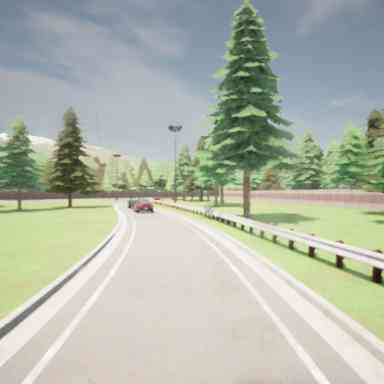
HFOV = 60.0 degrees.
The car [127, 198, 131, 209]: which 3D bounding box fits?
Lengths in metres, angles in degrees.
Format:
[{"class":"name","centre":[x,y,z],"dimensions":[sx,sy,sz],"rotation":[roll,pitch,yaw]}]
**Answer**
[{"class":"car","centre":[-8.161,1.534,47.459],"dimensions":[2.128,1.511,4.902],"rotation":[0,0,-14]}]

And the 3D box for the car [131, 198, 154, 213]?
[{"class":"car","centre":[-5.367,1.556,36.796],"dimensions":[1.812,1.442,4.674],"rotation":[0,0,-15]}]
